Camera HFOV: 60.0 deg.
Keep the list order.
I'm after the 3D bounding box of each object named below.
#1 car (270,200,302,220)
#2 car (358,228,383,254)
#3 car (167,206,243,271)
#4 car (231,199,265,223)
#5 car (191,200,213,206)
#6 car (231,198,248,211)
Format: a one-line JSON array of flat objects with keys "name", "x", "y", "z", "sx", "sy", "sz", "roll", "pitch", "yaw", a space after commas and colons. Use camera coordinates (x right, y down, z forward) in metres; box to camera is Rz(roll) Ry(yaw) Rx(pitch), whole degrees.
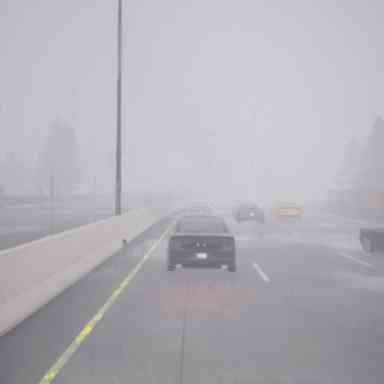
[{"name": "car", "x": 7.827, "y": 1.438, "z": 28.019, "sx": 1.882, "sy": 1.535, "sz": 5.008, "roll": 1, "pitch": 0, "yaw": 3}, {"name": "car", "x": 7.305, "y": 1.627, "z": 10.712, "sx": 1.895, "sy": 1.301, "sz": 4.718, "roll": 1, "pitch": 0, "yaw": 1}, {"name": "car", "x": 0.306, "y": 1.436, "z": 10.808, "sx": 1.882, "sy": 1.535, "sz": 5.008, "roll": 1, "pitch": 0, "yaw": 1}, {"name": "car", "x": 4.166, "y": 1.502, "z": 24.868, "sx": 1.994, "sy": 1.385, "sz": 4.181, "roll": 1, "pitch": 0, "yaw": 2}, {"name": "car", "x": 0.890, "y": 1.414, "z": 29.261, "sx": 1.812, "sy": 1.442, "sz": 4.674, "roll": 1, "pitch": 0, "yaw": 3}, {"name": "car", "x": 5.814, "y": 1.492, "z": 40.301, "sx": 1.895, "sy": 1.301, "sz": 4.718, "roll": 1, "pitch": 0, "yaw": 10}]
